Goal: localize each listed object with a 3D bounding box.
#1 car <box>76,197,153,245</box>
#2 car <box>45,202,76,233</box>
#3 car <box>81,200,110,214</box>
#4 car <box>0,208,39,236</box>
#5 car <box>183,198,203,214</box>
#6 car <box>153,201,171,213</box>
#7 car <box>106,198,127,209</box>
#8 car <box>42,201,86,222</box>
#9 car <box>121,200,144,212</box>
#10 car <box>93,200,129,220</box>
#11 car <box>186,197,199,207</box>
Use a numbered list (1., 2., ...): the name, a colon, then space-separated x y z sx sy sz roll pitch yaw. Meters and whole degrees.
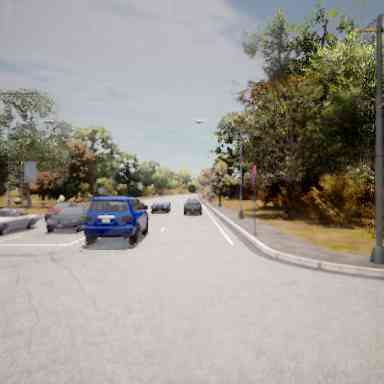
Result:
1. car: -3.404 1.237 15.851 2.150 2.045 5.566 0 0 0
2. car: -7.087 1.545 20.139 1.812 1.442 4.674 0 0 0
3. car: -10.509 1.599 36.530 1.994 1.385 4.181 0 0 0
4. car: -10.592 1.619 18.771 1.895 1.301 4.718 0 0 0
5. car: 0.091 1.526 35.391 2.128 1.511 4.902 0 0 0
6. car: -3.408 1.637 37.468 1.895 1.301 4.718 0 0 0
7. car: -10.511 1.570 46.558 1.812 1.442 4.674 0 0 0
8. car: -10.553 1.552 27.806 1.812 1.442 4.674 0 0 0
9. car: -7.009 1.639 39.773 1.895 1.301 4.718 0 0 0
10. car: -7.039 1.506 29.468 1.882 1.535 5.008 0 0 1
11. car: 0.038 1.600 54.301 2.033 1.411 5.357 0 0 1
